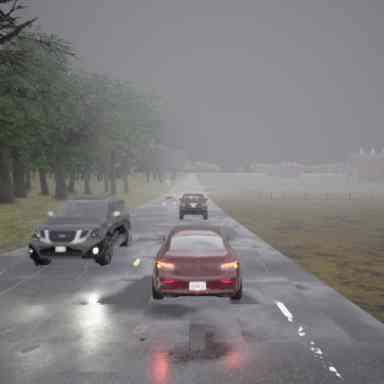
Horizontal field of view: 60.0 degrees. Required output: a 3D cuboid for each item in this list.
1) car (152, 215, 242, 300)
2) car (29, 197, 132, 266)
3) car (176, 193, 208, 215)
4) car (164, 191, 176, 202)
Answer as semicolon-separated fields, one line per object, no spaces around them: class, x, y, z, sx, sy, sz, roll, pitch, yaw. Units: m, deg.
car;0.102;1.519;8.259;1.812;1.442;4.674;0;0;0
car;-3.598;1.209;11.865;2.150;2.045;5.566;0;0;0
car;0.107;1.081;26.924;2.150;2.045;5.566;0;1;0
car;-3.487;0.625;53.951;1.882;1.535;5.008;0;2;0
